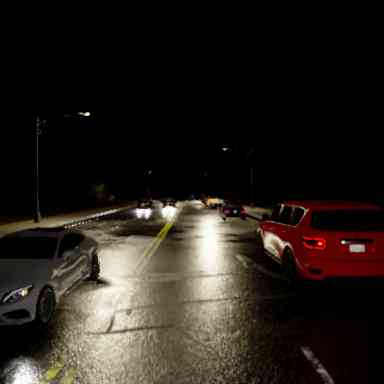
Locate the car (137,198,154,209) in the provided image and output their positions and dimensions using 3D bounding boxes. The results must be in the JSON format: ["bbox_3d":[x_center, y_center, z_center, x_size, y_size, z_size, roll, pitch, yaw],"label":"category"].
[{"bbox_3d":[-6.552,1.563,46.983,2.128,1.511,4.902,0,0,0],"label":"car"}]

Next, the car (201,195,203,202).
[{"bbox_3d":[3.295,1.623,65.840,1.812,1.442,4.674,0,0,0],"label":"car"}]

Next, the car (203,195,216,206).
[{"bbox_3d":[3.287,1.436,54.810,2.097,1.767,4.553,0,0,0],"label":"car"}]

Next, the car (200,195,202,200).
[{"bbox_3d":[3.302,1.542,76.840,2.033,1.649,4.856,0,0,0],"label":"car"}]

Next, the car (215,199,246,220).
[{"bbox_3d":[3.367,1.594,28.392,2.033,1.411,5.357,0,0,0],"label":"car"}]

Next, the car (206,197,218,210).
[{"bbox_3d":[3.280,1.670,43.870,1.895,1.301,4.718,0,0,0],"label":"car"}]

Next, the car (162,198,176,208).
[{"bbox_3d":[-3.299,1.565,48.560,2.128,1.511,4.902,0,0,0],"label":"car"}]

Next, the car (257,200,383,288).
[{"bbox_3d":[3.355,1.238,9.431,2.150,2.045,5.566,0,0,0],"label":"car"}]

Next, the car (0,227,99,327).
[{"bbox_3d":[-3.346,1.539,7.179,1.812,1.442,4.674,0,0,0],"label":"car"}]

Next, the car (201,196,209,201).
[{"bbox_3d":[3.310,1.724,87.869,1.895,1.301,4.718,0,0,0],"label":"car"}]
